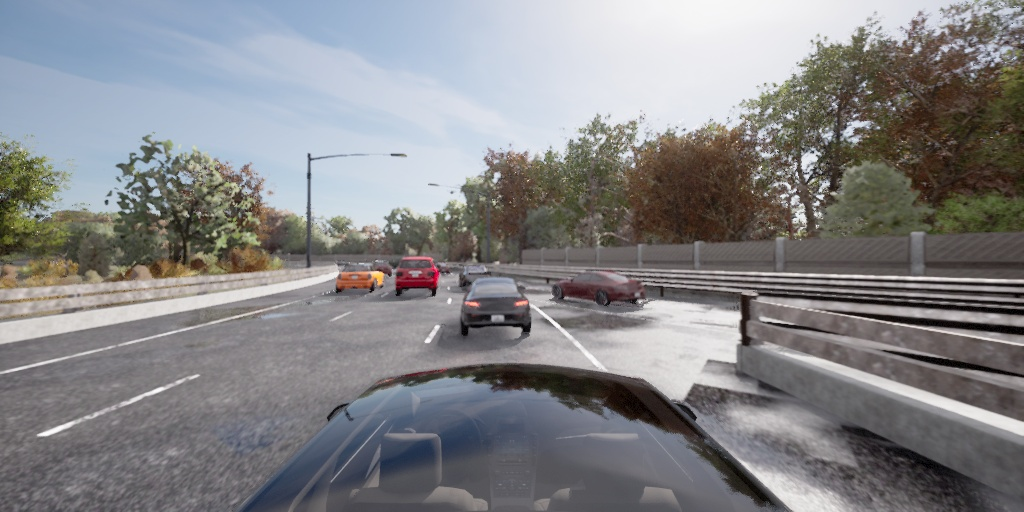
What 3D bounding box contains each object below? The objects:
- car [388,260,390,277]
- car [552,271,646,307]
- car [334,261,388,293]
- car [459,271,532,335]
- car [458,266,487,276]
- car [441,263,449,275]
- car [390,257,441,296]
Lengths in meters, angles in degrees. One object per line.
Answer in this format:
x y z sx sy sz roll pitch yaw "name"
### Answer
-14.702 1.374 40.169 2.097 1.767 4.553 0 0 -21 "car"
3.749 1.381 16.082 1.812 1.442 4.674 0 0 -31 "car"
-9.306 1.249 22.333 2.097 1.767 4.553 0 0 -11 "car"
-0.529 1.335 10.692 1.812 1.442 4.674 0 -1 -5 "car"
-2.550 1.397 24.135 2.128 1.511 4.902 0 0 -12 "car"
-9.093 1.576 44.876 1.812 1.442 4.674 0 -1 -23 "car"
-5.399 1.105 20.829 2.150 2.045 5.566 0 0 -11 "car"
